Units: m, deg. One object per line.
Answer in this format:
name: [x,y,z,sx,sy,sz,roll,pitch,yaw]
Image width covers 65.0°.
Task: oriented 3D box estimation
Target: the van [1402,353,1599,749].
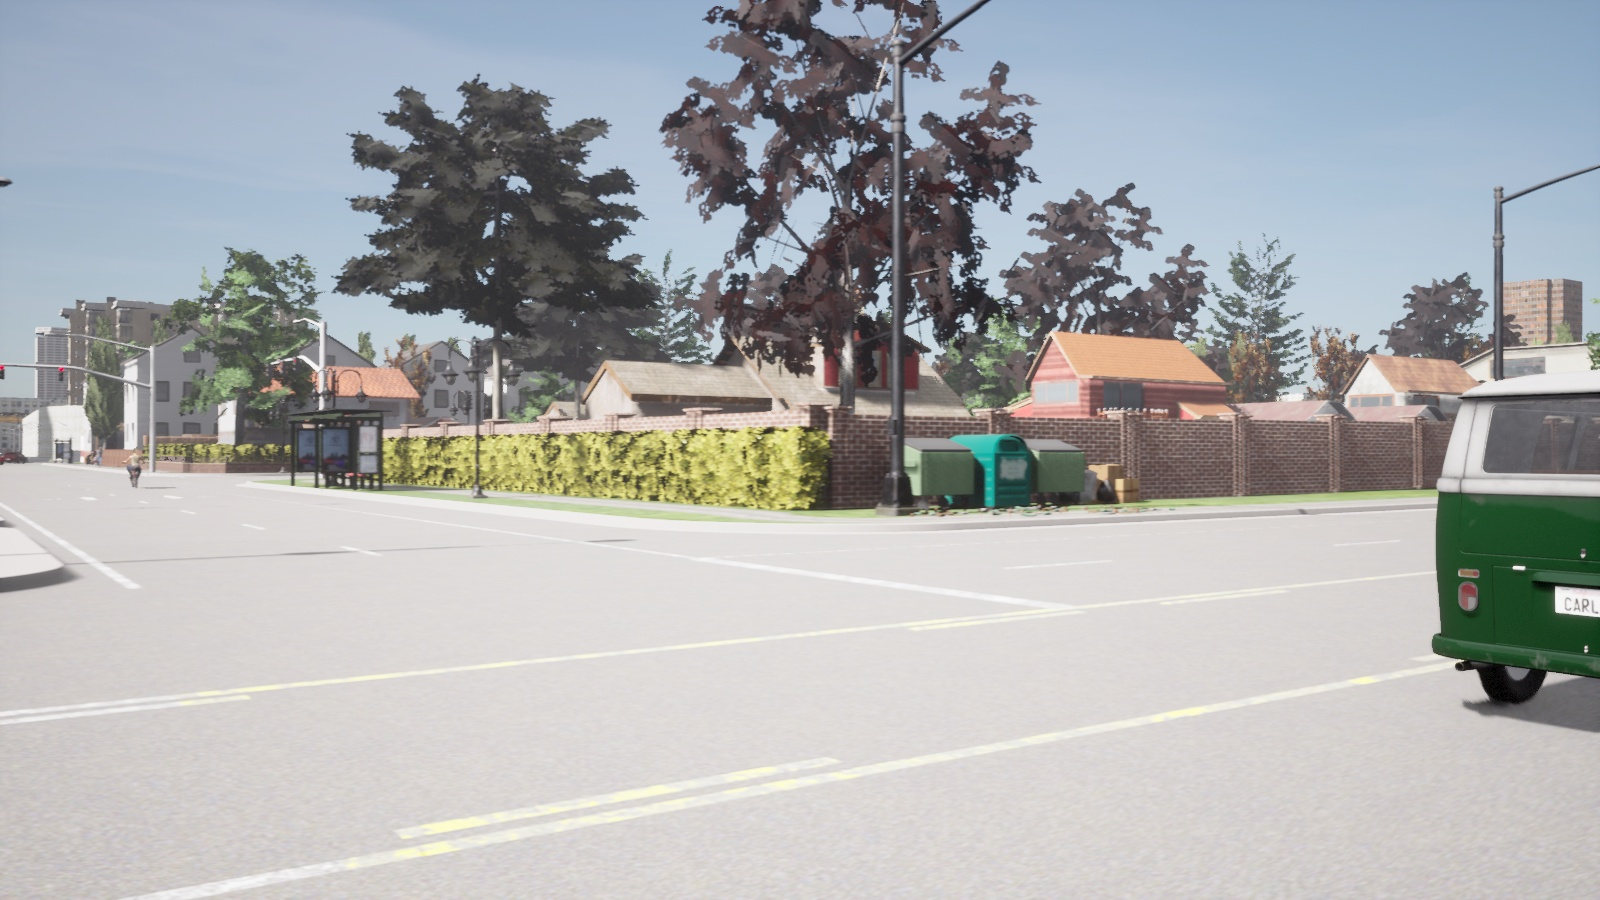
van: [5.756,0.505,7.677,4.442,1.987,1.775,0,0,-35]
